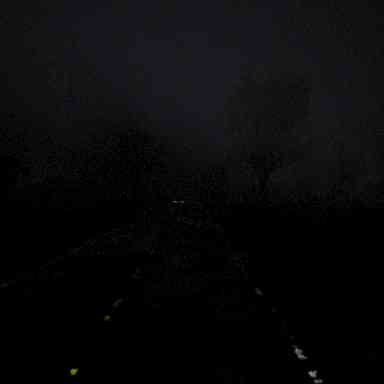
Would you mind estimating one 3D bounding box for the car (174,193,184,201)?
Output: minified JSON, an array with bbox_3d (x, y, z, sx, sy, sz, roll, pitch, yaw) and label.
[{"bbox_3d":[-2.996,1.141,79.188,2.150,2.045,5.566,0,0,0],"label":"car"}]
